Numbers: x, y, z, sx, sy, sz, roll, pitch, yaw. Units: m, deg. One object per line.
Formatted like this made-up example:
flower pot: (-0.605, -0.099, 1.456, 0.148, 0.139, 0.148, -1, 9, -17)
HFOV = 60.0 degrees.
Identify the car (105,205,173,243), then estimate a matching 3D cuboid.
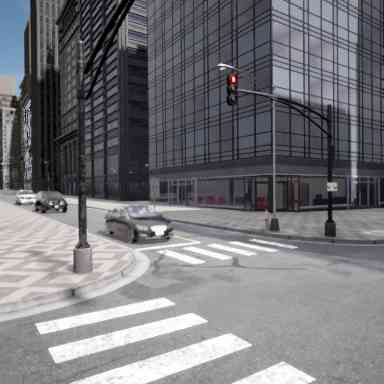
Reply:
car: (-2.642, 1.395, 15.680, 2.128, 1.511, 4.902, -1, 1, -33)

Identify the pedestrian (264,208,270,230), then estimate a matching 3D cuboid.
pedestrian: (3.902, 1.373, 17.255, 0.500, 1.100, 0.500, 0, 0, -34)

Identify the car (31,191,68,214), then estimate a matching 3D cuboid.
car: (-13.669, 0.940, 32.129, 2.150, 2.045, 5.566, -1, 1, -34)

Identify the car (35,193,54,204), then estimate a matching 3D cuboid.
car: (-22.871, 0.951, 51.438, 1.837, 1.490, 4.892, -1, 1, -34)

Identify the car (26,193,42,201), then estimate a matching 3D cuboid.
car: (-28.438, 0.922, 59.669, 1.895, 1.301, 4.718, -1, 1, -34)

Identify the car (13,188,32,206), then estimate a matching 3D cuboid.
car: (-22.982, 0.760, 46.049, 2.150, 2.045, 5.566, -1, 1, -34)
